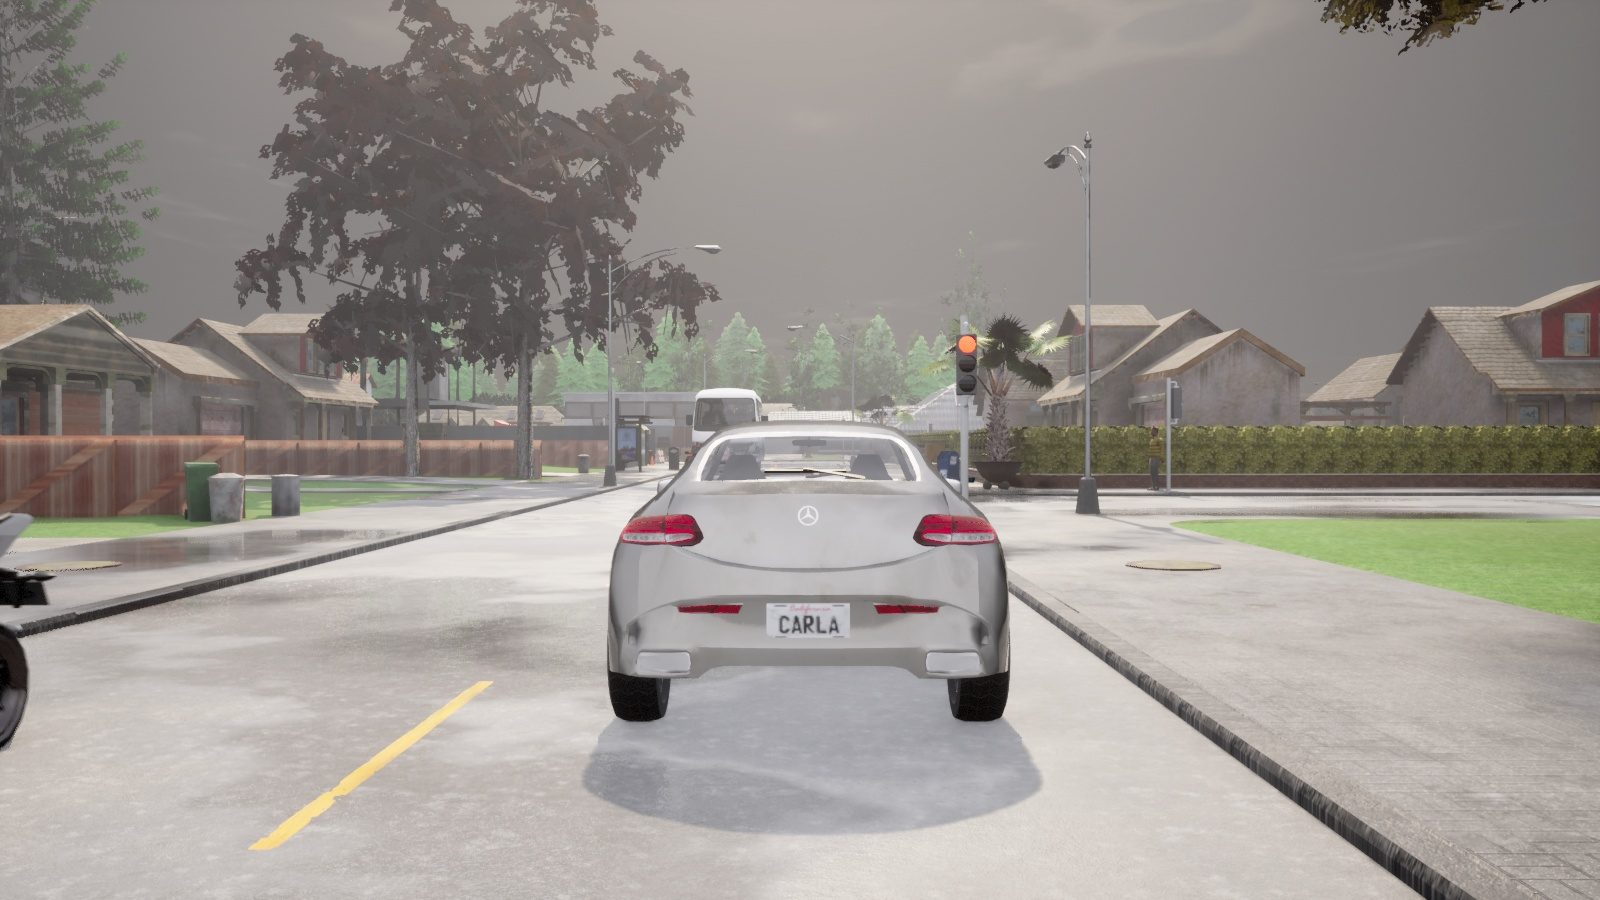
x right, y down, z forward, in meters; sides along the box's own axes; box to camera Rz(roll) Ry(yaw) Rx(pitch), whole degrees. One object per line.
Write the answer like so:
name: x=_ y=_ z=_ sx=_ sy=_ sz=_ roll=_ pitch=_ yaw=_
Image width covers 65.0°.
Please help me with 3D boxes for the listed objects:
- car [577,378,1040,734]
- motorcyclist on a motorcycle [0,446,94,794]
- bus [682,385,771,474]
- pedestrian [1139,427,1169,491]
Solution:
car: x=0.062 y=0.478 z=8.355 sx=2.152 sy=1.651 sz=5.027 roll=0 pitch=0 yaw=1
motorcyclist on a motorcycle: x=-3.957 y=0.749 z=5.158 sx=0.866 sy=1.530 sz=2.191 roll=0 pitch=0 yaw=0
bus: x=-3.622 y=-1.001 z=65.183 sx=3.944 sy=4.253 sz=10.273 roll=0 pitch=0 yaw=0
pedestrian: x=10.225 y=0.260 z=36.252 sx=0.709 sy=1.840 sz=0.431 roll=0 pitch=0 yaw=-14
